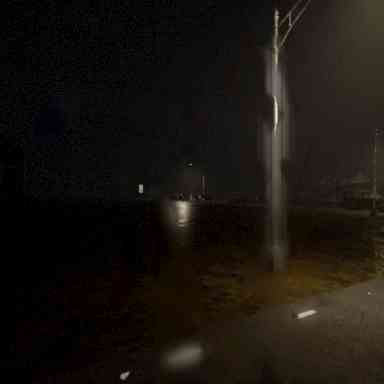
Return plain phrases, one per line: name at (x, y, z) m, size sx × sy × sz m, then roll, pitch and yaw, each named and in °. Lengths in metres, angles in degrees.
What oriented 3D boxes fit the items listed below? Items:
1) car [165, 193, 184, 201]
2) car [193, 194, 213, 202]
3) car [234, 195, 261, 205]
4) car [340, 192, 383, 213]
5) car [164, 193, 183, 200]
car at (-3.453, 0.926, 64.412) m, size 1.882 × 1.535 × 5.008 m, roll 2°, pitch -1°, yaw -35°
car at (2.043, 1.063, 62.709) m, size 1.837 × 1.490 × 4.892 m, roll 2°, pitch -1°, yaw -35°
car at (8.012, 1.155, 48.069) m, size 1.994 × 1.385 × 4.181 m, roll 2°, pitch -1°, yaw -35°
car at (18.074, 1.012, 33.977) m, size 2.150 × 2.045 × 5.566 m, roll 2°, pitch 0°, yaw -37°
car at (-3.998, 0.919, 71.235) m, size 1.895 × 1.301 × 4.718 m, roll 2°, pitch -1°, yaw -35°
